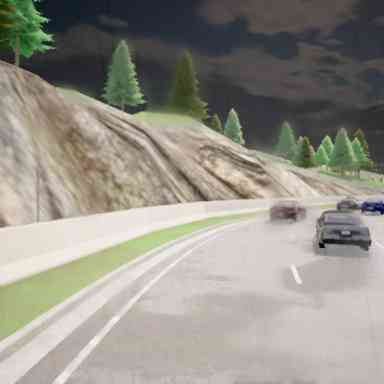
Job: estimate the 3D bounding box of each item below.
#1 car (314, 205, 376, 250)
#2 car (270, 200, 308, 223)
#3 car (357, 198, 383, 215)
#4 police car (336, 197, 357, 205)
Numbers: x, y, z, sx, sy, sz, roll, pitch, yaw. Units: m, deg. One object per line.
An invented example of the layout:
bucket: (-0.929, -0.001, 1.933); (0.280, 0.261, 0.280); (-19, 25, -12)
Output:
car: (6.322, 1.490, 14.209); (2.033, 1.411, 5.357); (0, 0, 20)
car: (7.270, 1.358, 24.790); (1.882, 1.535, 5.008); (0, 0, 30)
car: (18.475, 1.364, 33.227); (1.882, 1.535, 5.008); (1, 0, 42)
police car: (18.505, 1.360, 38.490); (2.038, 1.542, 4.974); (1, 1, 43)
